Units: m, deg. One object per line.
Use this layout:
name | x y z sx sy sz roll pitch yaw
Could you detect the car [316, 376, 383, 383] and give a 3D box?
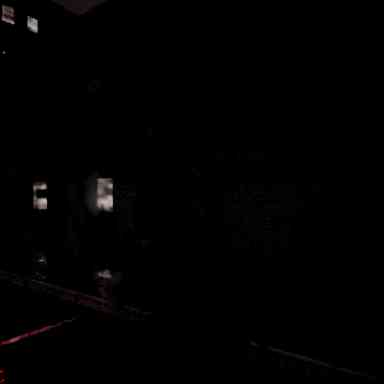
car | 2.538 1.525 1.072 4.829 1.417 1.752 0 0 36
